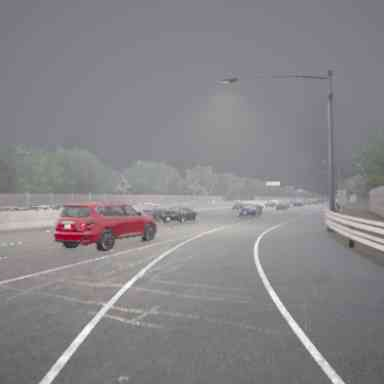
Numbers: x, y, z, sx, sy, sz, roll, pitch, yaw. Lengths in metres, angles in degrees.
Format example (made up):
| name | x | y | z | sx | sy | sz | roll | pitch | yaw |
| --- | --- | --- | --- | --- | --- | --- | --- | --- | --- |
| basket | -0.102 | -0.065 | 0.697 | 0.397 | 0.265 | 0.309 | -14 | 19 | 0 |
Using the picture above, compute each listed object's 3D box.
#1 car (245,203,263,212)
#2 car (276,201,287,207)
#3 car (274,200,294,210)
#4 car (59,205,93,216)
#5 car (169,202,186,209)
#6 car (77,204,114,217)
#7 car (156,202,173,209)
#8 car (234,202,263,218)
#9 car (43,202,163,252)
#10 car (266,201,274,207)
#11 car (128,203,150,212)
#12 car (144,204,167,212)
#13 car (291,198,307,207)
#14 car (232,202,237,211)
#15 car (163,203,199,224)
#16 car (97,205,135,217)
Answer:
| name | x | y | z | sx | sy | sz | roll | pitch | yaw |
| --- | --- | --- | --- | --- | --- | --- | --- | --- | --- |
| car | 10.334 | 2.548 | 54.934 | 1.895 | 1.301 | 4.718 | -1 | -1 | 24 |
| car | 21.561 | 2.881 | 79.687 | 1.812 | 1.442 | 4.674 | -1 | -1 | 24 |
| car | 16.680 | 2.594 | 60.432 | 1.895 | 1.301 | 4.718 | -1 | -1 | 24 |
| car | -16.380 | 2.607 | 47.177 | 1.812 | 1.442 | 4.674 | -1 | -1 | 25 |
| car | -3.203 | 3.015 | 75.901 | 1.882 | 1.535 | 5.008 | -1 | -1 | 24 |
| car | -13.195 | 2.507 | 45.740 | 2.128 | 1.511 | 4.902 | -1 | -1 | 25 |
| car | -6.397 | 3.085 | 77.330 | 1.812 | 1.442 | 4.674 | -1 | -1 | 24 |
| car | 6.795 | 2.173 | 38.776 | 1.812 | 1.442 | 4.674 | -1 | -1 | 25 |
| car | -3.826 | 1.500 | 15.667 | 2.150 | 2.045 | 5.566 | -1 | -1 | 25 |
| car | 20.133 | 3.042 | 85.028 | 1.994 | 1.385 | 4.181 | -1 | -1 | 24 |
| car | -9.736 | 2.834 | 61.581 | 1.812 | 1.442 | 4.674 | -1 | -1 | 25 |
| car | -6.548 | 2.844 | 60.140 | 1.895 | 1.301 | 4.718 | -1 | -1 | 25 |
| car | 26.144 | 2.823 | 81.337 | 1.882 | 1.535 | 5.008 | -1 | -1 | 24 |
| car | 8.552 | 2.568 | 59.475 | 1.837 | 1.490 | 4.892 | -1 | -1 | 24 |
| car | -0.991 | 2.059 | 30.208 | 1.837 | 1.490 | 4.892 | -1 | -1 | 25 |
| car | -9.998 | 2.498 | 44.320 | 2.033 | 1.411 | 5.357 | -1 | -1 | 25 |
